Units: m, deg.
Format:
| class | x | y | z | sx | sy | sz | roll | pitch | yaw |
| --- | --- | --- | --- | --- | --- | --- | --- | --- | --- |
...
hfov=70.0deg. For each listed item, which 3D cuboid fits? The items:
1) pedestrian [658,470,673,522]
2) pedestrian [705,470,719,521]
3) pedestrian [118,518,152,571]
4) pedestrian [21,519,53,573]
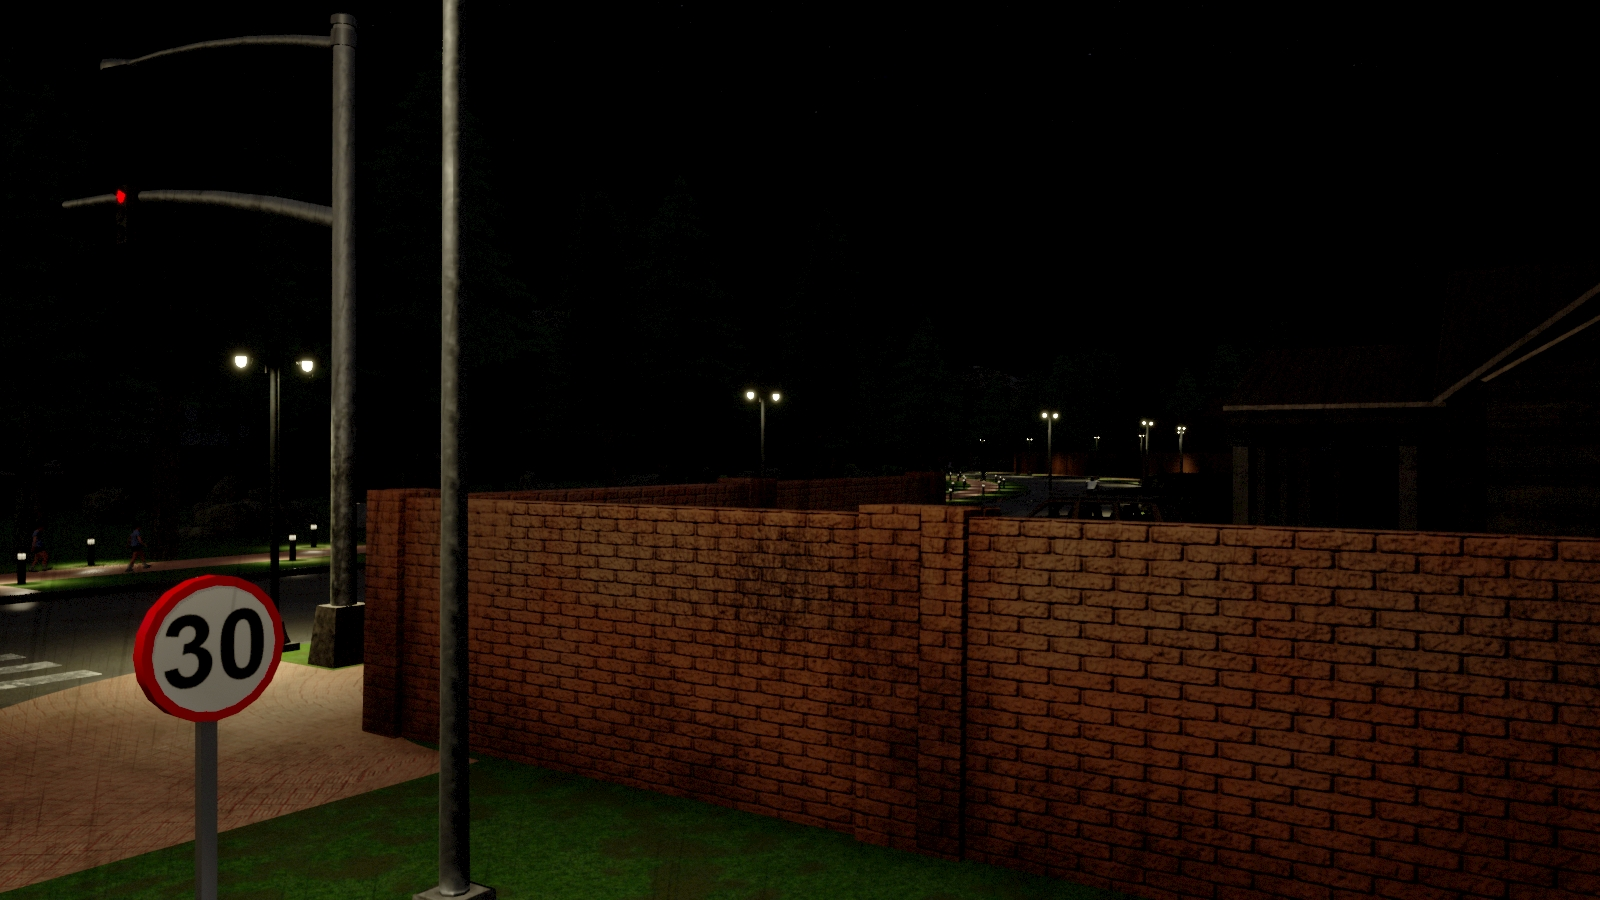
| class | x | y | z | sx | sy | sz | roll | pitch | yaw |
| --- | --- | --- | --- | --- | --- | --- | --- | --- | --- |
| pedestrian | -4.913 | 1.662 | 41.674 | 0.375 | 1.860 | 0.375 | 0 | 0 | 45 |
| pedestrian | -3.245 | 1.665 | 42.157 | 0.375 | 1.860 | 0.375 | 0 | 0 | -45 |
| pedestrian | -14.410 | 2.044 | 24.753 | 0.500 | 1.100 | 0.500 | 0 | 0 | 42 |
| pedestrian | -16.366 | 2.044 | 24.501 | 0.500 | 1.100 | 0.500 | 0 | 0 | -42 |
